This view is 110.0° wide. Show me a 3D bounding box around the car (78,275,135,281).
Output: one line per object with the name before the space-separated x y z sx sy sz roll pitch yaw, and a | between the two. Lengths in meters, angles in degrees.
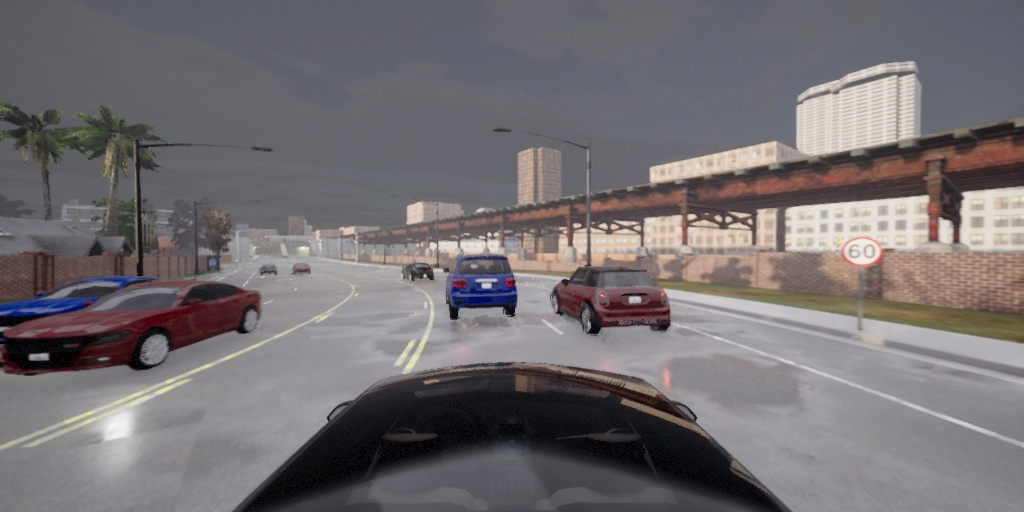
car | -11.602 1.346 10.300 1.882 1.535 5.008 0 0 -12

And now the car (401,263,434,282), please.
car | -8.096 1.323 30.456 1.837 1.490 4.892 -1 0 -30

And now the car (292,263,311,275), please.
car | -27.401 1.593 46.673 1.882 1.535 5.008 -1 0 -34

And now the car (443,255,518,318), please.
car | -1.290 0.975 13.234 2.150 2.045 5.566 0 0 -12

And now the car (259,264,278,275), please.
car | -30.997 1.733 45.718 2.033 1.411 5.357 -1 0 -34

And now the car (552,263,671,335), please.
car | 2.642 1.068 10.677 2.097 1.767 4.553 -1 0 -8

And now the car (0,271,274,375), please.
car | -7.682 1.297 8.008 1.882 1.535 5.008 0 0 -9
